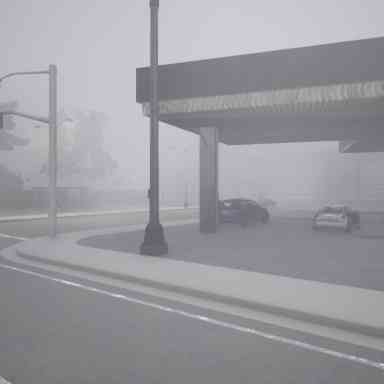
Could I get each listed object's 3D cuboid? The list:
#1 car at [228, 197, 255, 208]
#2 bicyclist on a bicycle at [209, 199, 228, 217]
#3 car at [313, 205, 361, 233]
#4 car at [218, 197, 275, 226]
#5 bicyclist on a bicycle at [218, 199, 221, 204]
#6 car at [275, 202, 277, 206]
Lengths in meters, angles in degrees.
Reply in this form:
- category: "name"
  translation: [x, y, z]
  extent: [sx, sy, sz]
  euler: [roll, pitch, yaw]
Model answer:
- category: "car"
  translation: [7.471, 1.505, 49.853]
  extent: [1.837, 1.490, 4.892]
  euler: [0, 0, 36]
- category: "bicyclist on a bicycle"
  translation: [2.456, 1.453, 30.454]
  extent: [1.656, 1.620, 0.582]
  euler: [0, 0, 18]
- category: "car"
  translation: [8.450, 1.456, 19.265]
  extent: [1.970, 1.475, 3.806]
  euler: [0, 0, 37]
- category: "car"
  translation: [3.376, 1.295, 22.064]
  extent: [2.242, 1.667, 4.611]
  euler: [0, 0, 37]
- category: "bicyclist on a bicycle"
  translation: [2.495, 1.387, 29.719]
  extent: [0.582, 1.620, 1.656]
  euler: [0, -9, -36]
- category: "car"
  translation: [10.459, 1.547, 48.004]
  extent: [2.033, 1.411, 5.357]
  euler: [0, 0, 37]
